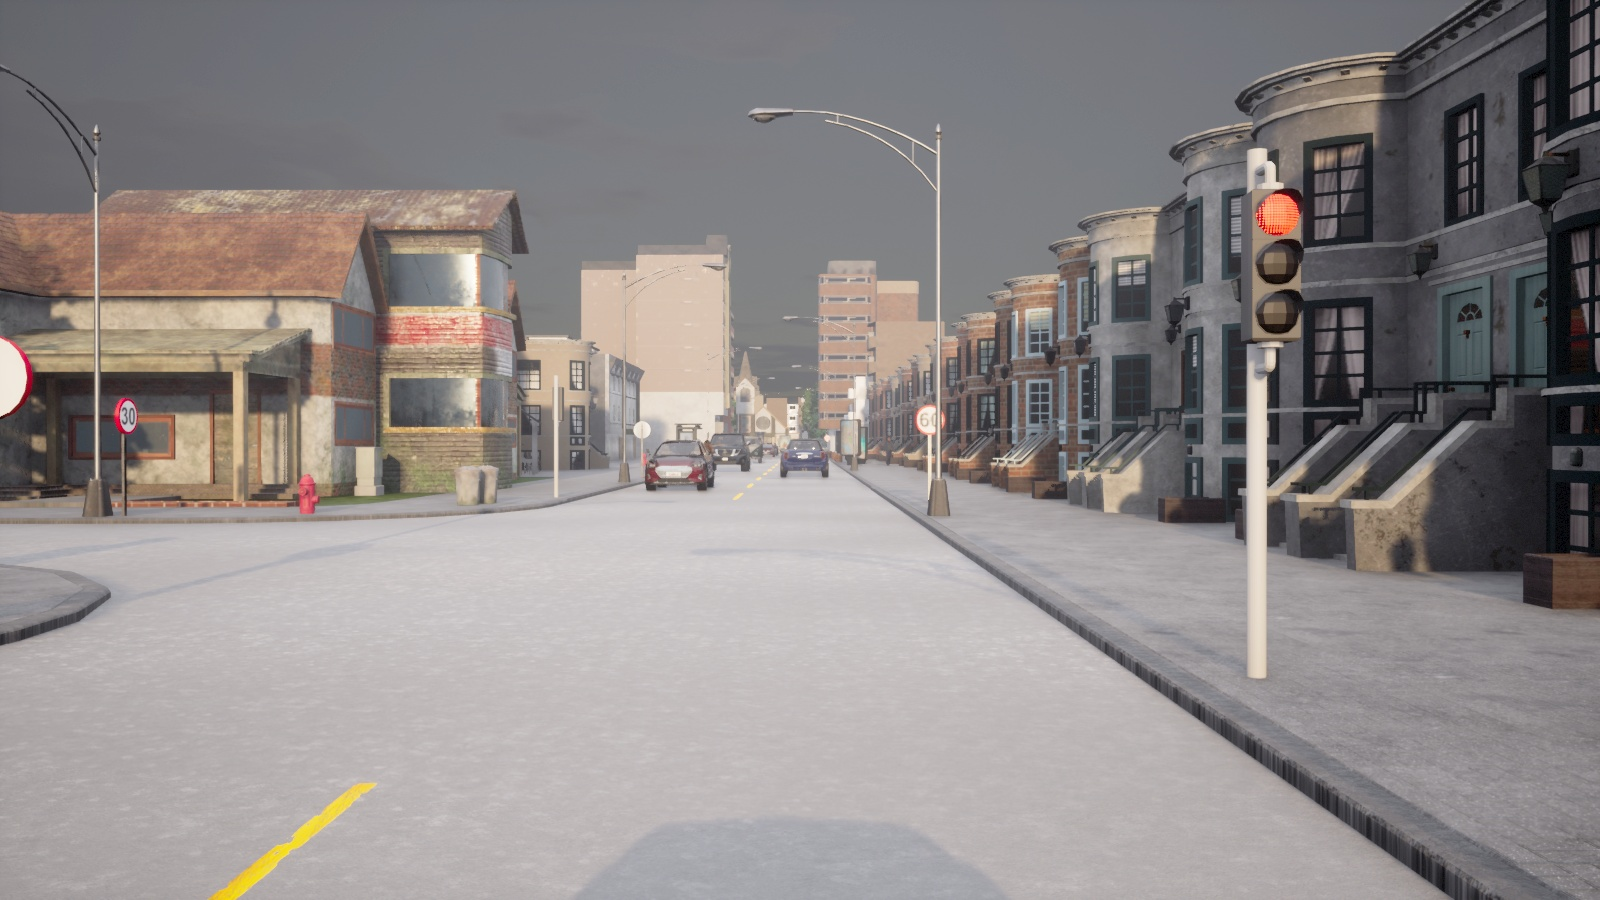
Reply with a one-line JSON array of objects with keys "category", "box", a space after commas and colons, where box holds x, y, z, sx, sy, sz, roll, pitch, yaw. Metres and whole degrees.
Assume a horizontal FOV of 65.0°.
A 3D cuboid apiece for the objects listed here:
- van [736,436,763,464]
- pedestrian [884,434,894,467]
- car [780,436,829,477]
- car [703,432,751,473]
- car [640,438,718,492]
[{"category": "van", "box": [-3.669, -0.023, 91.949, 1.775, 1.987, 4.442, 0, 0, 0]}, {"category": "pedestrian", "box": [5.303, 0.036, 75.154, 0.423, 1.949, 0.788, 0, 0, -9]}, {"category": "car", "box": [0.201, 0.286, 56.454, 2.097, 1.767, 4.553, 0, 0, 0]}, {"category": "car", "box": [-3.765, 0.091, 65.813, 2.150, 2.045, 5.566, 0, 0, 0]}, {"category": "car", "box": [-3.853, 0.443, 40.826, 2.033, 1.649, 4.856, 0, 0, 0]}]
